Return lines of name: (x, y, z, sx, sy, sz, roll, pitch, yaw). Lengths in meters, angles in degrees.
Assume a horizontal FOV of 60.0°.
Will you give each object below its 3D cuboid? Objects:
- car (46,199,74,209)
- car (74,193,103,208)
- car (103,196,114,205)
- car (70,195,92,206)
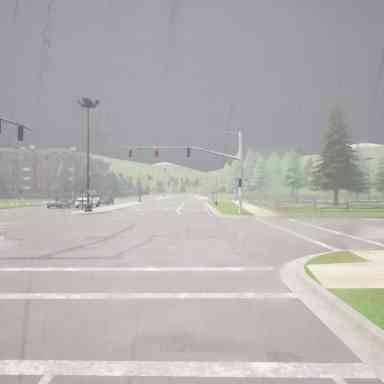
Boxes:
car: (-18.547, 1.601, 46.397, 1.895, 1.301, 4.718, 0, 0, 0)
car: (-15.043, 1.221, 48.129, 2.150, 2.045, 5.566, 0, 0, 0)
car: (-14.991, 1.492, 58.141, 2.128, 1.511, 4.902, 0, 0, 1)
car: (-18.511, 1.352, 55.509, 2.097, 1.767, 4.553, 0, 0, 0)
